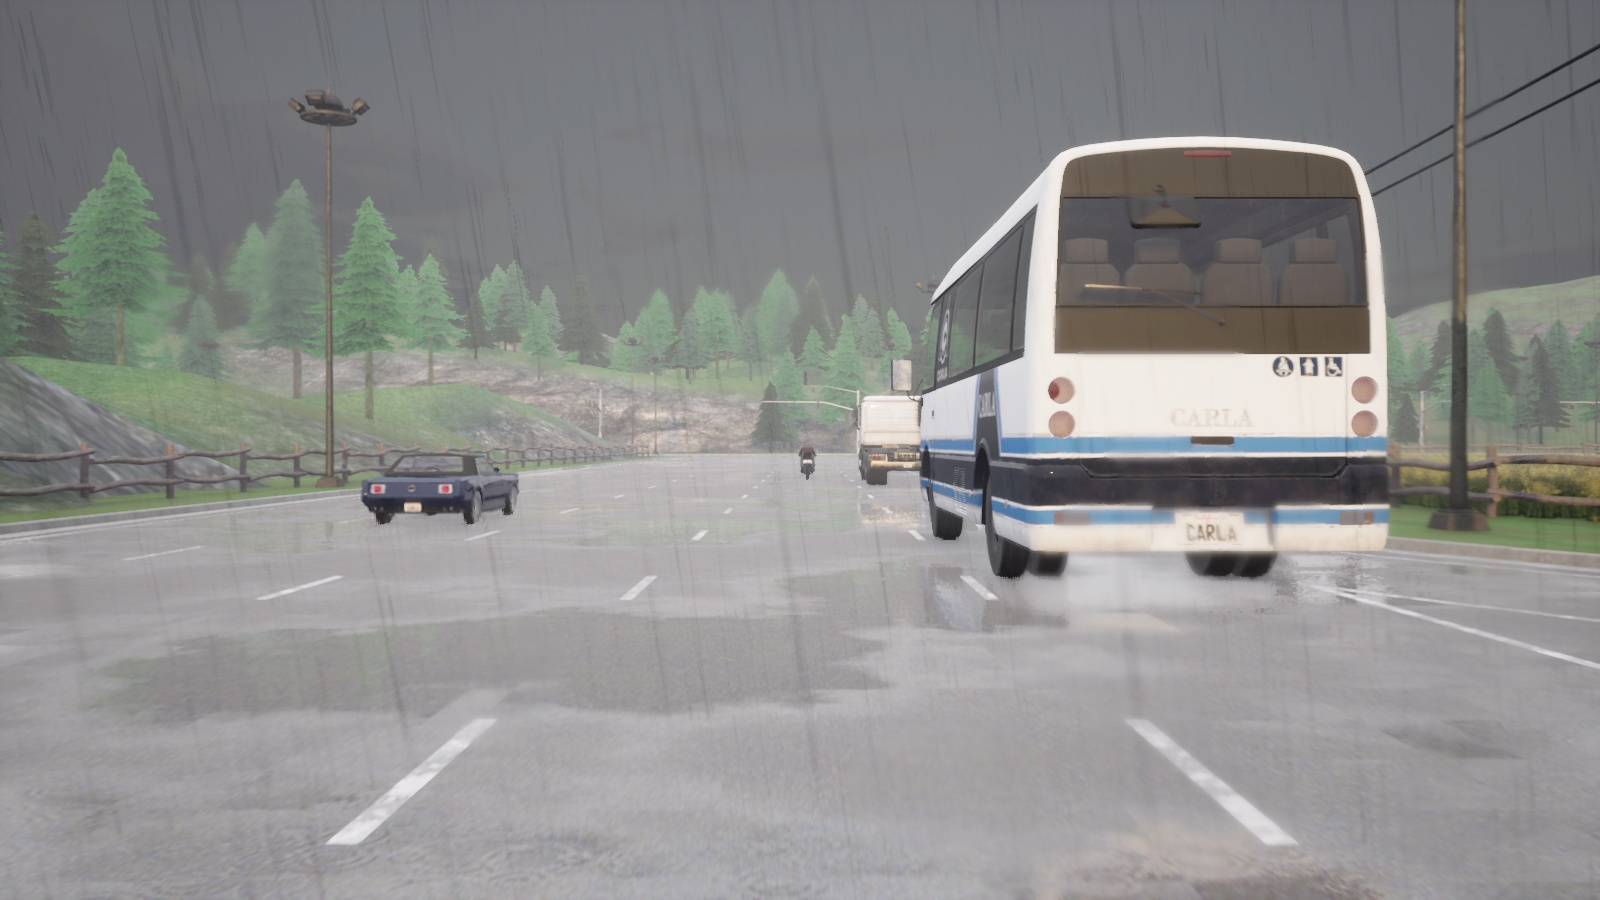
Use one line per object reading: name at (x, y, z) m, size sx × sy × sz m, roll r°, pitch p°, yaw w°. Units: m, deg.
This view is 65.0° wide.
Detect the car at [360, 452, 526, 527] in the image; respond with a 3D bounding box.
car at (-6.846, 0.702, 24.612) m, size 1.895 × 1.301 × 4.718 m, roll 0°, pitch 0°, yaw 0°

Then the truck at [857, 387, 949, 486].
truck at (3.784, -0.502, 47.825) m, size 2.891 × 3.462 × 7.936 m, roll 0°, pitch 0°, yaw 0°

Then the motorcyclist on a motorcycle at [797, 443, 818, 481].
motorcyclist on a motorcycle at (0.314, 0.484, 52.775) m, size 0.866 × 1.530 × 2.191 m, roll 0°, pitch 0°, yaw 0°

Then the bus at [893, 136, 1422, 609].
bus at (3.597, -0.720, 16.439) m, size 3.944 × 4.253 × 10.273 m, roll 0°, pitch 0°, yaw 0°
